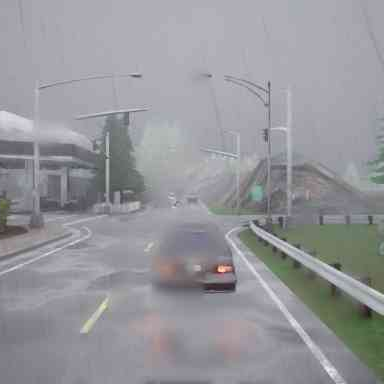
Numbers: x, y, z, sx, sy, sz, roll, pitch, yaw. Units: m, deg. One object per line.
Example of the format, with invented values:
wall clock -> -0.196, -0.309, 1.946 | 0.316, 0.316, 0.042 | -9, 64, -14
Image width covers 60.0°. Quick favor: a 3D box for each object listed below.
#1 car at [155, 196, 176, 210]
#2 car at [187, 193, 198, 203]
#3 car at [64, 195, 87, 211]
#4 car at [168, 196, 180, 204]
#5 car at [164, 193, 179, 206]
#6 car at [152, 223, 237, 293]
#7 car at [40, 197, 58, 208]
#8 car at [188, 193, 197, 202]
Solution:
car -> -3.567, 1.547, 42.267 | 2.033, 1.411, 5.357 | 0, 0, 0
car -> 0.150, 1.478, 69.081 | 1.882, 1.535, 5.008 | 0, 0, 0
car -> -14.500, 1.313, 41.591 | 1.905, 1.878, 3.866 | 0, 0, -1
car -> -3.487, 1.548, 65.791 | 2.033, 1.411, 5.357 | 0, 0, 0
car -> -3.553, 1.221, 52.874 | 2.150, 2.045, 5.566 | 0, 0, 0
car -> 0.075, 1.547, 8.975 | 2.033, 1.411, 5.357 | 0, 0, 1
car -> -20.204, 1.480, 45.872 | 2.242, 1.667, 4.611 | 0, 0, -1
car -> 0.046, 1.225, 81.130 | 2.150, 2.045, 5.566 | 0, 0, -2
